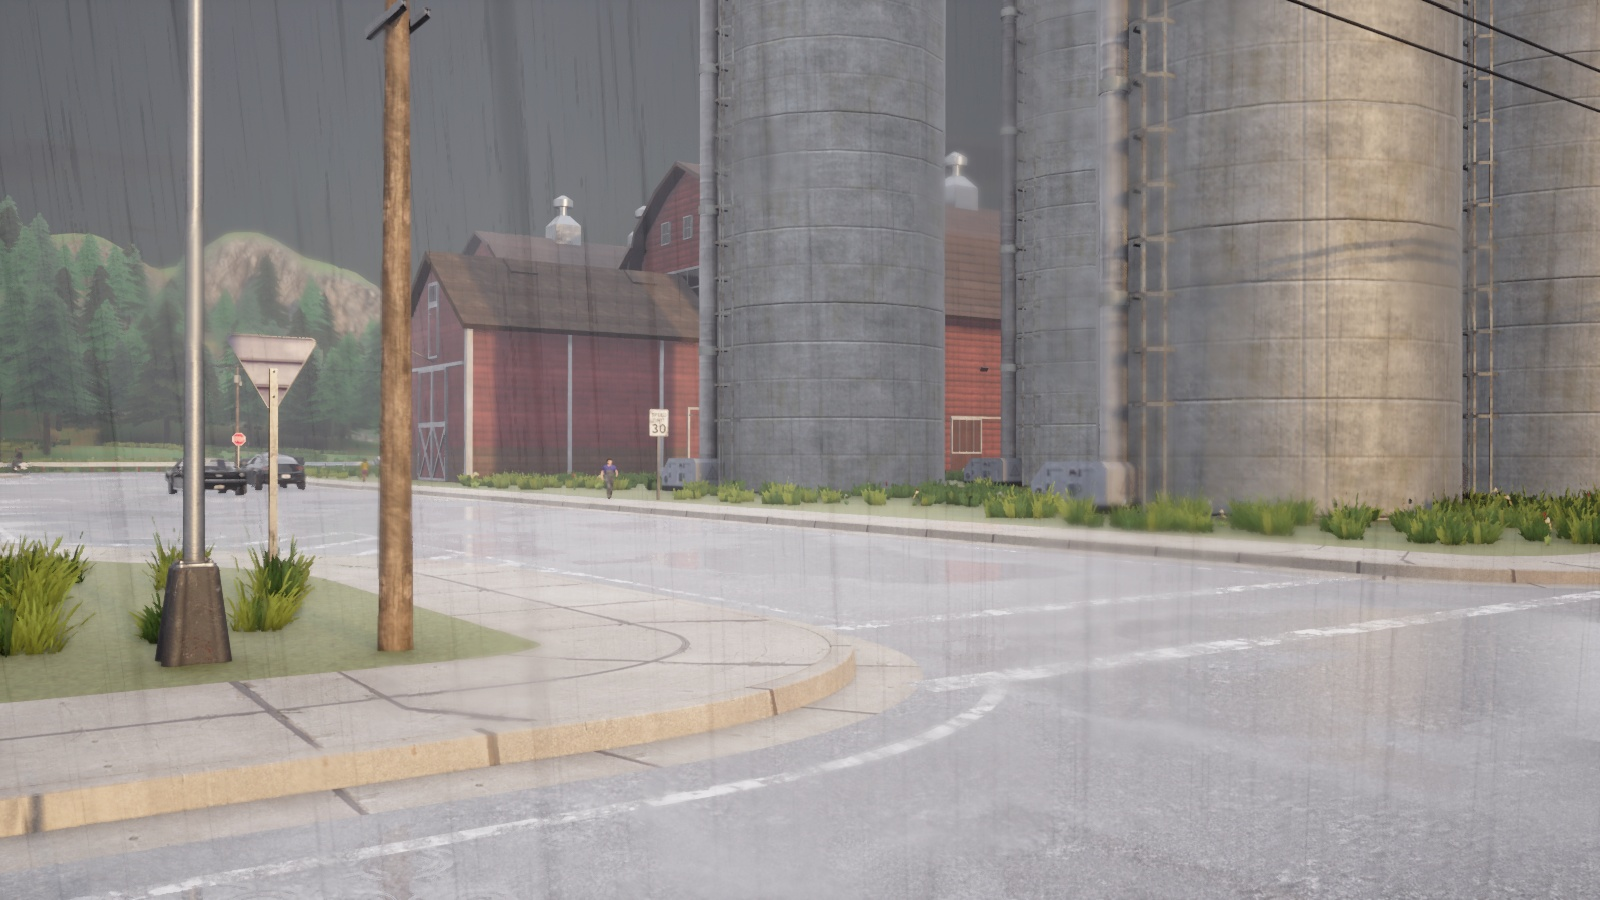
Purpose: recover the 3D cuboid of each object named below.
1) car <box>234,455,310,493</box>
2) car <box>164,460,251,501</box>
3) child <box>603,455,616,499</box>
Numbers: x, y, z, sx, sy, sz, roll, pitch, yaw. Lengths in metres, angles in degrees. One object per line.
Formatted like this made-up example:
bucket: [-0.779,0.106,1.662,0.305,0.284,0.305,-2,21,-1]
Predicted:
car: [-21.124,0.938,50.150,1.812,1.442,4.674,0,0,-36]
car: [-20.370,0.994,43.089,1.895,1.301,4.718,0,0,-36]
child: [-5.477,0.780,36.145,0.270,1.263,0.437,0,0,-22]
